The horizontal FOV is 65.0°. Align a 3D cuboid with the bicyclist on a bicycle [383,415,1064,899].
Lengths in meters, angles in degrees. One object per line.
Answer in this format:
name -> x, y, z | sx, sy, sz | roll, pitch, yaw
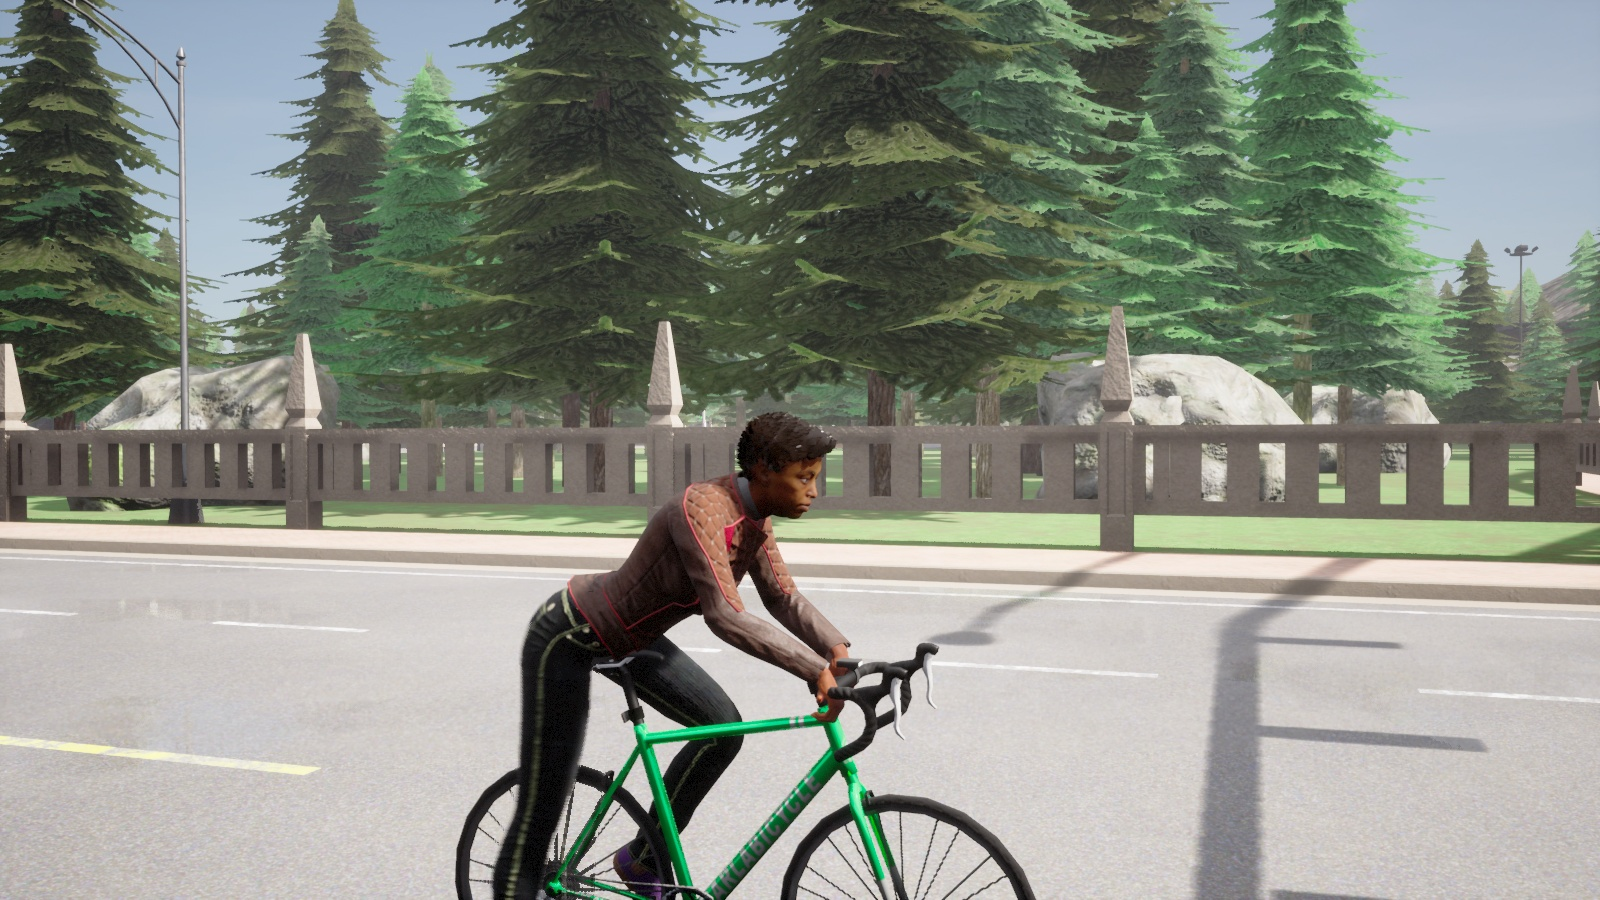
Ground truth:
bicyclist on a bicycle -> -0.199, 0.726, 3.259 | 1.656, 1.620, 0.582 | 1, 1, 19
